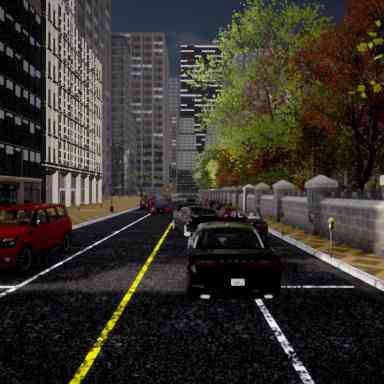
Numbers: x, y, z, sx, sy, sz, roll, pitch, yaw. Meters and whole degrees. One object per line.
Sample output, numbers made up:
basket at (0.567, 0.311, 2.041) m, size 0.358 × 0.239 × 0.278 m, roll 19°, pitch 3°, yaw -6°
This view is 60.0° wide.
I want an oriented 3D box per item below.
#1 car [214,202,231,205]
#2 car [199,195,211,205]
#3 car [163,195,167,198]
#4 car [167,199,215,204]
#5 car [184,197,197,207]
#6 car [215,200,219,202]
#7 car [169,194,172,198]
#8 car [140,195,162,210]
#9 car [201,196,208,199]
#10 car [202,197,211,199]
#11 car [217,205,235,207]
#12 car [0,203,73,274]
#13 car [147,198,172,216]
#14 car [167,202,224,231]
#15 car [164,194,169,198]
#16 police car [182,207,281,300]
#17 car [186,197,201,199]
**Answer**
car at (2.499, 1.578, 21.661) m, size 1.802 × 1.307 × 4.206 m, roll 0°, pitch 0°, yaw 0°
car at (2.313, 1.419, 60.509) m, size 1.967 × 1.590 × 4.097 m, roll 0°, pitch 0°, yaw 0°
car at (-5.686, 1.564, 55.004) m, size 1.802 × 1.307 × 4.206 m, roll 0°, pitch 0°, yaw 0°
car at (0.078, 1.501, 24.801) m, size 1.837 × 1.490 × 4.892 m, roll 0°, pitch 0°, yaw 17°
car at (-0.215, 1.531, 53.451) m, size 2.033 × 1.411 × 5.357 m, roll 0°, pitch 0°, yaw 0°
car at (2.472, 1.561, 27.211) m, size 1.947 × 1.339 × 4.313 m, roll 0°, pitch 0°, yaw 0°
car at (-5.647, 1.282, 77.167) m, size 2.192 × 1.841 × 5.009 m, roll 0°, pitch 0°, yaw 0°
car at (-5.633, 1.304, 43.922) m, size 2.192 × 1.841 × 5.009 m, roll 0°, pitch 0°, yaw 0°
car at (2.366, 1.568, 49.410) m, size 1.802 × 1.307 × 4.206 m, roll 0°, pitch 0°, yaw 0°
car at (2.419, 1.557, 38.310) m, size 1.947 × 1.339 × 4.313 m, roll 0°, pitch 0°, yaw 0°
car at (2.526, 1.548, 16.111) m, size 2.008 × 1.369 × 4.403 m, roll 0°, pitch 0°, yaw 0°
car at (-5.475, 1.314, 10.673) m, size 2.192 × 1.841 × 5.009 m, roll 0°, pitch 0°, yaw 0°
car at (-2.867, 1.557, 32.210) m, size 1.994 × 1.385 × 4.181 m, roll 0°, pitch 0°, yaw 0°
car at (0.174, 1.502, 18.208) m, size 1.837 × 1.490 × 4.892 m, roll 0°, pitch 0°, yaw -15°
car at (-5.712, 1.504, 60.374) m, size 1.752 × 1.417 × 4.829 m, roll 0°, pitch 0°, yaw 0°
police car at (0.819, 1.424, 8.585) m, size 1.930 × 1.638 × 5.238 m, roll 0°, pitch 0°, yaw 0°
car at (-0.156, 1.515, 43.468) m, size 1.812 × 1.442 × 4.674 m, roll 0°, pitch 0°, yaw 0°
